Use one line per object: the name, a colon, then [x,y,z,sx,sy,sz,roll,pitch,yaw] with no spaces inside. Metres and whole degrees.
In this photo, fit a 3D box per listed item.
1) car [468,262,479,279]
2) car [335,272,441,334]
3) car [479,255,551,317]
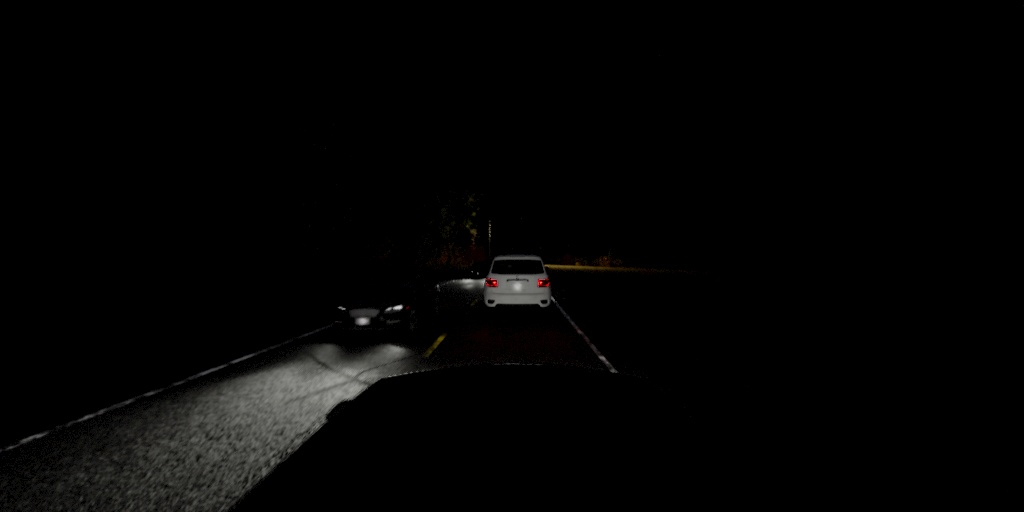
car: [-2.847,1.278,33.353,1.837,1.490,4.892,0,0,2]
car: [-3.413,1.242,10.708,2.128,1.511,4.902,0,0,1]
car: [0.208,0.976,13.346,2.150,2.045,5.566,0,0,1]
